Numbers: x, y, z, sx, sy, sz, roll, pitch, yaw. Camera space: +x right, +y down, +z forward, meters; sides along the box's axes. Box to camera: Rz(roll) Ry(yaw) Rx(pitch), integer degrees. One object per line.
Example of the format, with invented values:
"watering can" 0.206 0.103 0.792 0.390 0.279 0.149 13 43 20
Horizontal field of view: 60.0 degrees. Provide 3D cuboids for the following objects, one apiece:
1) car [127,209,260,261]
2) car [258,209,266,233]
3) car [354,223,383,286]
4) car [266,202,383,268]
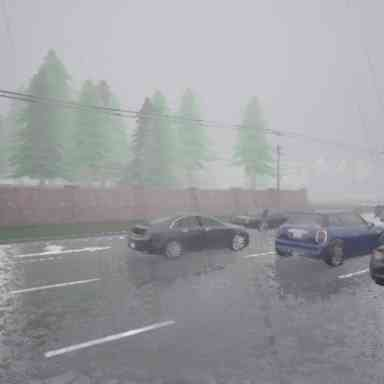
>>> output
"car" 0.022 1.523 12.361 4.892 1.490 1.837 0 0 -36
"car" 4.550 1.641 19.891 4.718 1.301 1.895 0 0 -36
"car" 6.142 1.551 8.145 4.674 1.442 1.812 0 0 -36
"car" 5.035 1.381 11.637 4.553 1.767 2.097 0 0 -35
